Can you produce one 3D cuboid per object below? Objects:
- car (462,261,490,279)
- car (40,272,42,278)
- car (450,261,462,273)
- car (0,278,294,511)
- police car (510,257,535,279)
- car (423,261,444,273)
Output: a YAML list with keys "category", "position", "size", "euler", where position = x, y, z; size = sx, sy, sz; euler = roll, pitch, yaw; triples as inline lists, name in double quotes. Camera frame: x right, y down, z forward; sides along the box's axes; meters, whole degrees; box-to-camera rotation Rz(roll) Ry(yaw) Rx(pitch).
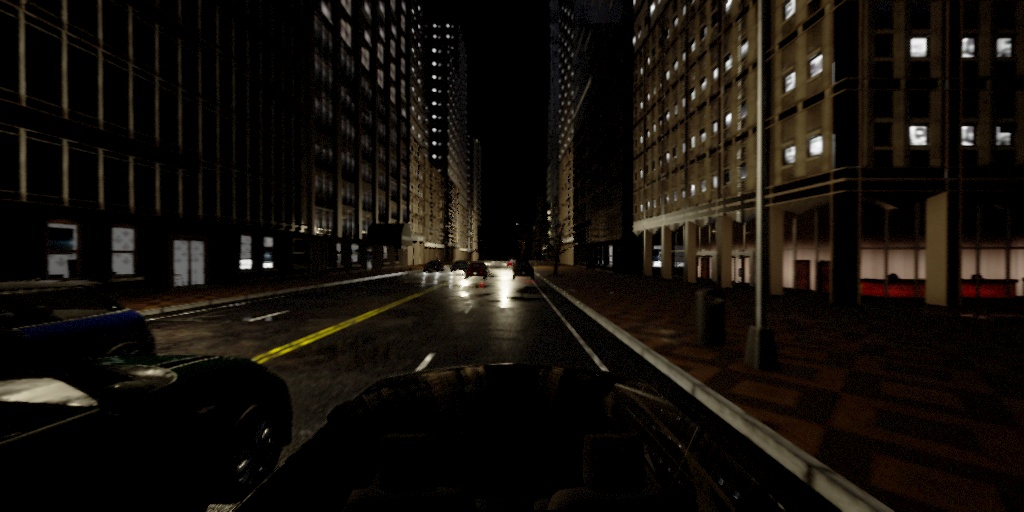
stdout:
- category: "car"
  position: [-3.146, 1.296, 32.775]
  size: [1.812, 1.442, 4.674]
  euler: [0, 0, 0]
- category: "car"
  position: [-6.597, 1.103, 3.599]
  size: [2.097, 1.767, 4.553]
  euler: [0, 0, 0]
- category: "car"
  position: [-6.555, 1.322, 45.260]
  size: [1.812, 1.442, 4.674]
  euler: [0, 0, 0]
- category: "car"
  position: [-3.151, 1.102, 1.587]
  size: [2.097, 1.767, 4.553]
  euler: [0, 0, 0]
- category: "police car"
  position: [0.978, 1.195, 32.287]
  size: [1.930, 1.638, 5.238]
  euler: [0, 0, 0]
- category: "car"
  position: [-9.805, 1.323, 45.259]
  size: [1.812, 1.442, 4.674]
  euler: [0, 0, 0]
